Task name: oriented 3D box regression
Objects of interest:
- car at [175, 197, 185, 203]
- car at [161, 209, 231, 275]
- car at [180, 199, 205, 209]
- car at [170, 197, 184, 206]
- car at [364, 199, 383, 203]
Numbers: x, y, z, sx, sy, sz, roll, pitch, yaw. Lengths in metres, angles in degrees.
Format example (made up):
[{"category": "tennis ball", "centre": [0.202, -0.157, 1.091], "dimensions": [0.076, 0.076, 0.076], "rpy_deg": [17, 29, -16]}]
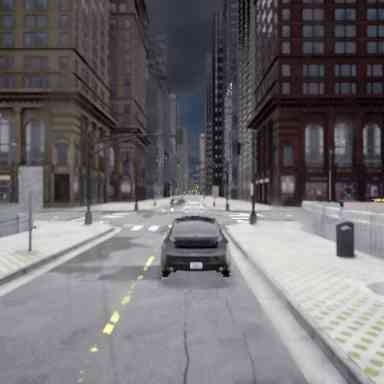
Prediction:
[{"category": "car", "centre": [-2.530, 1.700, 71.430], "dimensions": [1.994, 1.385, 4.181], "rpy_deg": [0, 0, 0]}, {"category": "car", "centre": [0.103, 1.516, 10.414], "dimensions": [1.837, 1.490, 4.892], "rpy_deg": [0, 0, 0]}, {"category": "car", "centre": [0.190, 1.557, 28.899], "dimensions": [1.812, 1.442, 4.674], "rpy_deg": [0, 0, 1]}, {"category": "car", "centre": [-2.702, 1.591, 56.498], "dimensions": [2.128, 1.511, 4.902], "rpy_deg": [0, 0, 1]}, {"category": "car", "centre": [19.827, 1.531, 35.924], "dimensions": [5.008, 1.535, 1.882], "rpy_deg": [0, 0, 0]}]
